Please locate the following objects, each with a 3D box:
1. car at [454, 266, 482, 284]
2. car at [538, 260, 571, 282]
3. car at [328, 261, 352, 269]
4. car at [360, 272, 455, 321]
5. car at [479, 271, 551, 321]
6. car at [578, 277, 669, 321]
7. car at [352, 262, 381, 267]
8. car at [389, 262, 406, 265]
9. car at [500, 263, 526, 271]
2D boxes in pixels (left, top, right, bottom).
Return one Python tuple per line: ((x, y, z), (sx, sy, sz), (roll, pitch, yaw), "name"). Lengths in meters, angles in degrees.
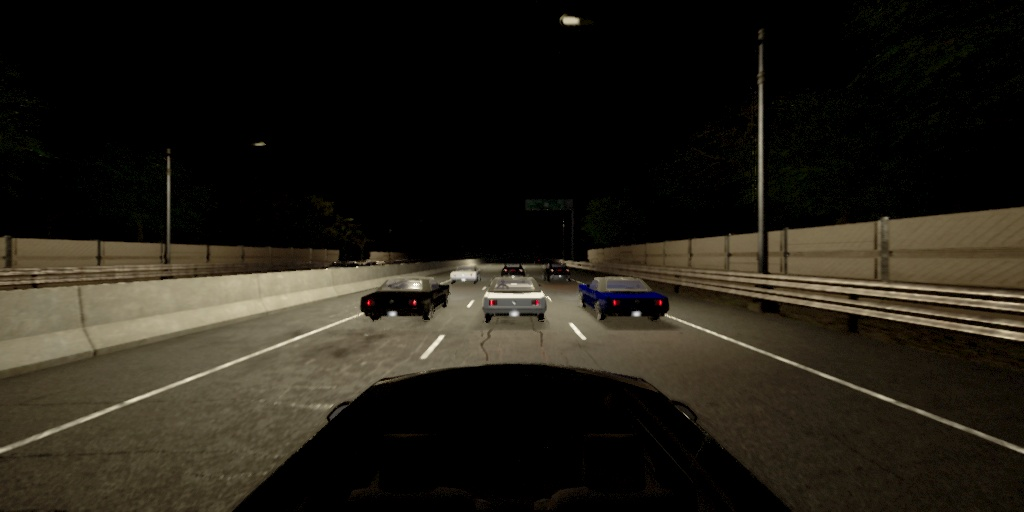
((-3.422, 1.403, 27.552), (1.895, 1.301, 4.718), (0, 0, 0), "car")
((3.581, 1.297, 29.078), (2.128, 1.511, 4.902), (0, 0, 0), "car")
((-21.085, 1.332, 44.854), (2.128, 1.511, 4.902), (0, 0, 0), "car")
((-3.420, 1.374, 12.509), (1.895, 1.301, 4.718), (0, 0, 0), "car")
((0.080, 1.374, 12.493), (1.895, 1.301, 4.718), (0, 0, 0), "car")
((3.580, 1.374, 12.496), (1.895, 1.301, 4.718), (0, 0, 0), "car")
((-17.589, 1.402, 44.380), (1.994, 1.385, 4.181), (0, 0, 0), "car")
((-14.092, 1.402, 44.407), (1.994, 1.385, 4.181), (0, 0, 0), "car")
((0.080, 1.297, 29.092), (2.128, 1.511, 4.902), (0, 0, 0), "car")
